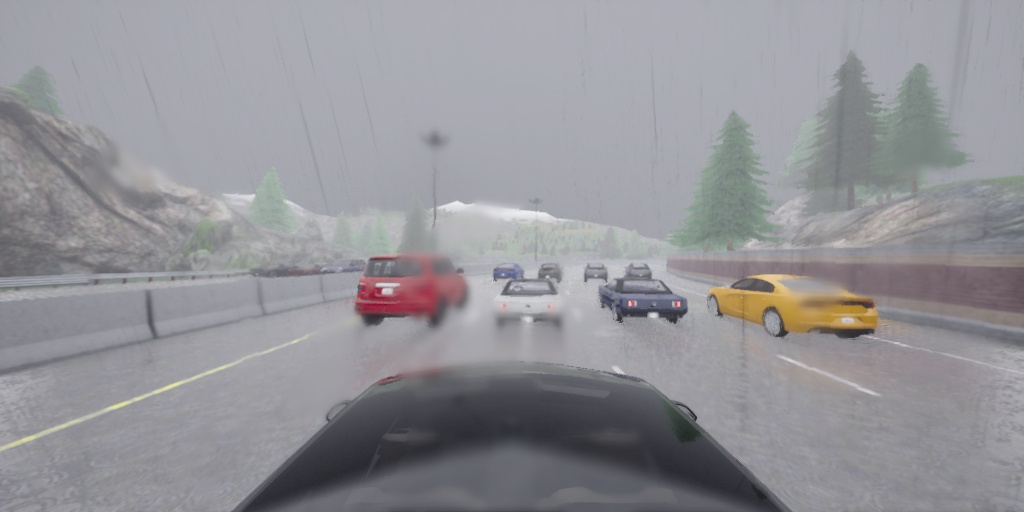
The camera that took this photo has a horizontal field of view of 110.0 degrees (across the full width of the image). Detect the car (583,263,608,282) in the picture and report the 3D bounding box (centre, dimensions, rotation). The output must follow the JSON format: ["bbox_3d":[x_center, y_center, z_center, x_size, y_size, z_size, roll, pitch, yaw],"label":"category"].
[{"bbox_3d":[6.936,1.321,29.787,2.128,1.511,4.902,0,0,12],"label":"car"}]

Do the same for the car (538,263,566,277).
[{"bbox_3d":[3.214,1.320,29.133,1.837,1.490,4.892,0,0,12],"label":"car"}]

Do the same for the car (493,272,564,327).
[{"bbox_3d":[0.605,1.372,11.576,1.895,1.301,4.718,0,0,4],"label":"car"}]

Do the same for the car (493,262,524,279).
[{"bbox_3d":[-0.204,1.282,29.892,1.882,1.535,5.008,0,0,12],"label":"car"}]

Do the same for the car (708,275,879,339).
[{"bbox_3d":[7.549,1.271,10.351,1.882,1.535,5.008,0,0,4],"label":"car"}]

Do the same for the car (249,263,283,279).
[{"bbox_3d":[-21.250,1.337,32.759,1.895,1.301,4.718,0,0,11],"label":"car"}]

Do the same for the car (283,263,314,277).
[{"bbox_3d":[-17.753,1.348,32.421,1.895,1.301,4.718,0,0,12],"label":"car"}]

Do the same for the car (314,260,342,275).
[{"bbox_3d":[-14.427,1.108,31.153,2.097,1.767,4.553,0,0,11],"label":"car"}]

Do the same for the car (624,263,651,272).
[{"bbox_3d":[10.698,1.336,30.534,2.128,1.511,4.902,0,0,13],"label":"car"}]

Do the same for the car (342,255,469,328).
[{"bbox_3d":[-2.896,0.981,11.642,2.150,2.045,5.566,0,0,4],"label":"car"}]

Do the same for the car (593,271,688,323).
[{"bbox_3d":[4.187,1.387,12.325,1.895,1.301,4.718,0,0,5],"label":"car"}]
